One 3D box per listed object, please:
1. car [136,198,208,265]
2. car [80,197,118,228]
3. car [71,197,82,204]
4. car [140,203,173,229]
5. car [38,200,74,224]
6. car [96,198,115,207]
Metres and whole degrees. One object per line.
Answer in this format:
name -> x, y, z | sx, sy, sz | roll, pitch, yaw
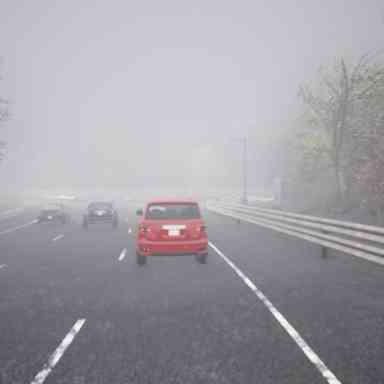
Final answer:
car -> -0.820, 1.220, 11.911 | 2.150, 2.045, 5.566 | 0, 0, -7
car -> -6.152, 1.367, 22.764 | 2.097, 1.767, 4.553 | 0, 0, -12
car -> -23.123, 1.658, 67.793 | 1.895, 1.301, 4.718 | 0, 0, -38
car -> -2.504, 1.527, 22.493 | 1.812, 1.442, 4.674 | 0, 0, -12
car -> -10.201, 1.555, 24.810 | 1.812, 1.442, 4.674 | 0, 0, -14
car -> -13.767, 1.634, 52.967 | 1.895, 1.301, 4.718 | 0, 0, -28
